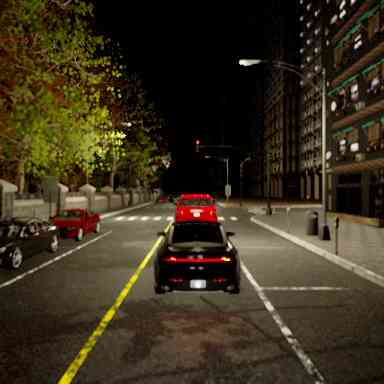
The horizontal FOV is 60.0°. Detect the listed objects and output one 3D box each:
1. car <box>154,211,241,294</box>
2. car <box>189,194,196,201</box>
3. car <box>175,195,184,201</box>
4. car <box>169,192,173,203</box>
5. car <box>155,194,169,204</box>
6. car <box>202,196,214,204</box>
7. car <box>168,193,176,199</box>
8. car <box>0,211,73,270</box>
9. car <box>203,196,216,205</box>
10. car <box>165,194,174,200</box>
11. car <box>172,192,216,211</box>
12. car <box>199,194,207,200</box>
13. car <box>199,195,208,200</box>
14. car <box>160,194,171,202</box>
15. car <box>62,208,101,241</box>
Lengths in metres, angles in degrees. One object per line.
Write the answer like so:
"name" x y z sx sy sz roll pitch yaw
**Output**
"car" 0.111 1.476 8.675 1.837 1.490 4.892 0 0 0
"car" 0.123 1.262 81.047 1.882 1.535 5.008 0 0 0
"car" -2.883 1.351 77.626 1.994 1.385 4.181 0 0 0
"car" -2.956 1.052 62.151 2.150 2.045 5.566 0 0 1
"car" -5.599 1.417 59.819 1.802 1.307 4.206 0 0 0
"car" 2.782 1.401 59.806 1.947 1.339 4.313 0 0 0
"car" -5.546 1.214 93.612 1.967 1.590 4.097 0 0 0
"car" -5.751 1.516 10.728 2.008 1.369 4.403 0 0 0
"car" 2.773 1.414 54.173 1.947 1.339 4.313 0 0 0
"car" -5.563 1.317 82.179 1.752 1.417 4.829 0 0 0
"car" 0.136 1.163 18.591 2.150 2.045 5.566 0 0 -2
"car" 2.826 1.222 87.968 1.967 1.590 4.097 0 0 0
"car" 2.817 1.336 82.336 1.887 1.381 4.507 0 0 0
"car" -5.581 1.252 71.084 1.967 1.590 4.097 0 0 0
"car" -5.794 1.493 16.268 1.887 1.381 4.507 0 0 0
